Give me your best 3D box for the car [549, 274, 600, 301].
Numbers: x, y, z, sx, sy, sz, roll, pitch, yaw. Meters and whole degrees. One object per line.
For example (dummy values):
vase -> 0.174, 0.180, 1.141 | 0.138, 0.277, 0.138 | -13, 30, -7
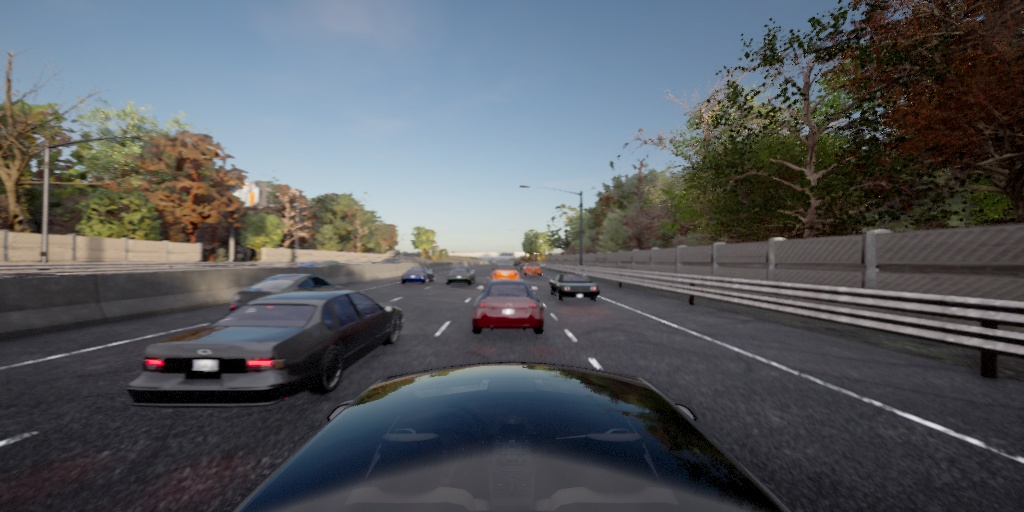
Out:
car -> 3.095, 1.563, 18.803 | 1.895, 1.301, 4.718 | 1, -1, -1

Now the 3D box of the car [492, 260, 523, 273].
car -> -0.514, 1.382, 28.286 | 2.097, 1.767, 4.553 | 1, -1, -1

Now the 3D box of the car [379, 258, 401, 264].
car -> -18.748, 1.368, 55.026 | 2.150, 2.045, 5.566 | 1, -1, -1

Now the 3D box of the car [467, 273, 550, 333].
car -> -0.138, 1.413, 11.171 | 1.994, 1.385, 4.181 | 1, -1, -1

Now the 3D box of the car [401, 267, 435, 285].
car -> -7.531, 1.534, 29.082 | 1.994, 1.385, 4.181 | 1, -1, -1

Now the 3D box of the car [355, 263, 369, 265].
car -> -22.200, 1.686, 52.470 | 1.895, 1.301, 4.718 | 1, -1, -1

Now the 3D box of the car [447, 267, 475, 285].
car -> -4.028, 1.567, 28.998 | 1.994, 1.385, 4.181 | 1, -1, -1

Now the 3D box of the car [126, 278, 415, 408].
car -> -3.539, 1.315, 6.585 | 2.033, 1.411, 5.357 | 1, -1, -1

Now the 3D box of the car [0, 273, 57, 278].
car -> -17.873, 1.292, 12.583 | 1.895, 1.301, 4.718 | 1, -1, -1

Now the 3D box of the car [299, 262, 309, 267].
car -> -29.190, 1.495, 52.502 | 1.882, 1.535, 5.008 | 1, 0, -1

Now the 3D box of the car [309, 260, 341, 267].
car -> -25.658, 1.376, 49.999 | 2.097, 1.767, 4.553 | 1, -1, -1

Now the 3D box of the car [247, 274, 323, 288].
car -> -7.155, 1.316, 12.062 | 1.812, 1.442, 4.674 | 1, -1, -1

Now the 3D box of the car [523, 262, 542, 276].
car -> 2.512, 1.597, 45.349 | 2.097, 1.767, 4.553 | 1, -1, -1
